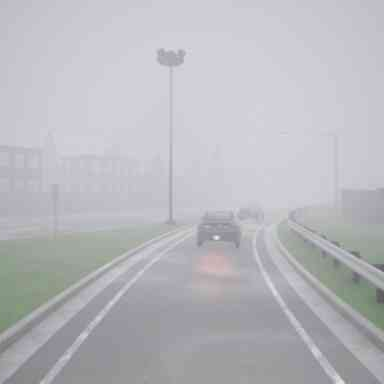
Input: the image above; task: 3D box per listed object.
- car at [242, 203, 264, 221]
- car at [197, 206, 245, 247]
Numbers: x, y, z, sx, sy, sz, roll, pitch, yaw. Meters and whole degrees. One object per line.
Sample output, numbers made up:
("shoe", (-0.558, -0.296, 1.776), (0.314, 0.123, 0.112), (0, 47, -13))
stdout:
("car", (5.082, 1.713, 28.925), (1.812, 1.442, 4.674), (0, 0, 21))
("car", (1.385, 1.605, 15.636), (1.837, 1.490, 4.892), (0, -1, 10))
